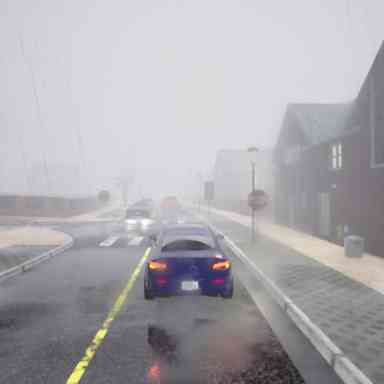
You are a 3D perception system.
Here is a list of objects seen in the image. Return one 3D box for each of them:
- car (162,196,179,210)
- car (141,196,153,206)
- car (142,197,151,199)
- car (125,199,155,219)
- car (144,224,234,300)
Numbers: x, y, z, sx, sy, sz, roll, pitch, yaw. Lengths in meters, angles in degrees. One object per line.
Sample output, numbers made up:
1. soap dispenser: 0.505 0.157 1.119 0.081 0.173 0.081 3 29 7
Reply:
1. car: -2.836 1.324 43.179 2.097 1.767 4.553 0 0 -7
2. car: -7.349 1.482 54.101 1.812 1.442 4.674 0 0 -9
3. car: -5.550 1.495 41.181 1.812 1.442 4.674 0 0 -7
4. car: -4.468 1.543 29.025 1.994 1.385 4.181 0 0 1
5. car: -0.125 1.521 8.289 1.812 1.442 4.674 0 0 -2
